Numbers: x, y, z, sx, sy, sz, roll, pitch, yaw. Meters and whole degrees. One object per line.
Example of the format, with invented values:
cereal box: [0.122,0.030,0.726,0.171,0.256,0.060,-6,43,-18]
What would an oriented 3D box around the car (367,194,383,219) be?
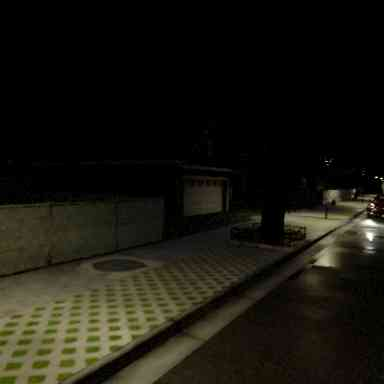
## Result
car: [13.630,0.942,23.343,2.097,1.767,4.553,3,2,32]
